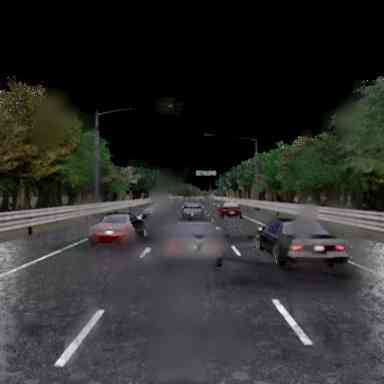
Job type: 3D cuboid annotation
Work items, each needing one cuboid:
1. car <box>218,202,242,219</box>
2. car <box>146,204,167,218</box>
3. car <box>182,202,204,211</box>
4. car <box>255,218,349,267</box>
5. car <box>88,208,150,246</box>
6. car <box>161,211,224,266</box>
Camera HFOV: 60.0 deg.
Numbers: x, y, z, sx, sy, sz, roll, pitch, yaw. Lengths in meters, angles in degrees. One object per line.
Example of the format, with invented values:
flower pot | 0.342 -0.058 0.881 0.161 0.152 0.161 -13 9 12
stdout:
car | 3.582 1.688 32.007 1.882 1.535 5.008 0 0 0
car | -3.423 1.768 31.083 1.994 1.385 4.181 0 0 0
car | 0.074 1.693 30.467 2.128 1.511 4.902 0 0 0
car | 3.548 1.625 11.743 2.033 1.411 5.357 0 0 1
car | -3.425 1.668 15.856 1.994 1.385 4.181 0 0 0
car | 0.048 1.625 11.748 2.033 1.411 5.357 0 0 1
